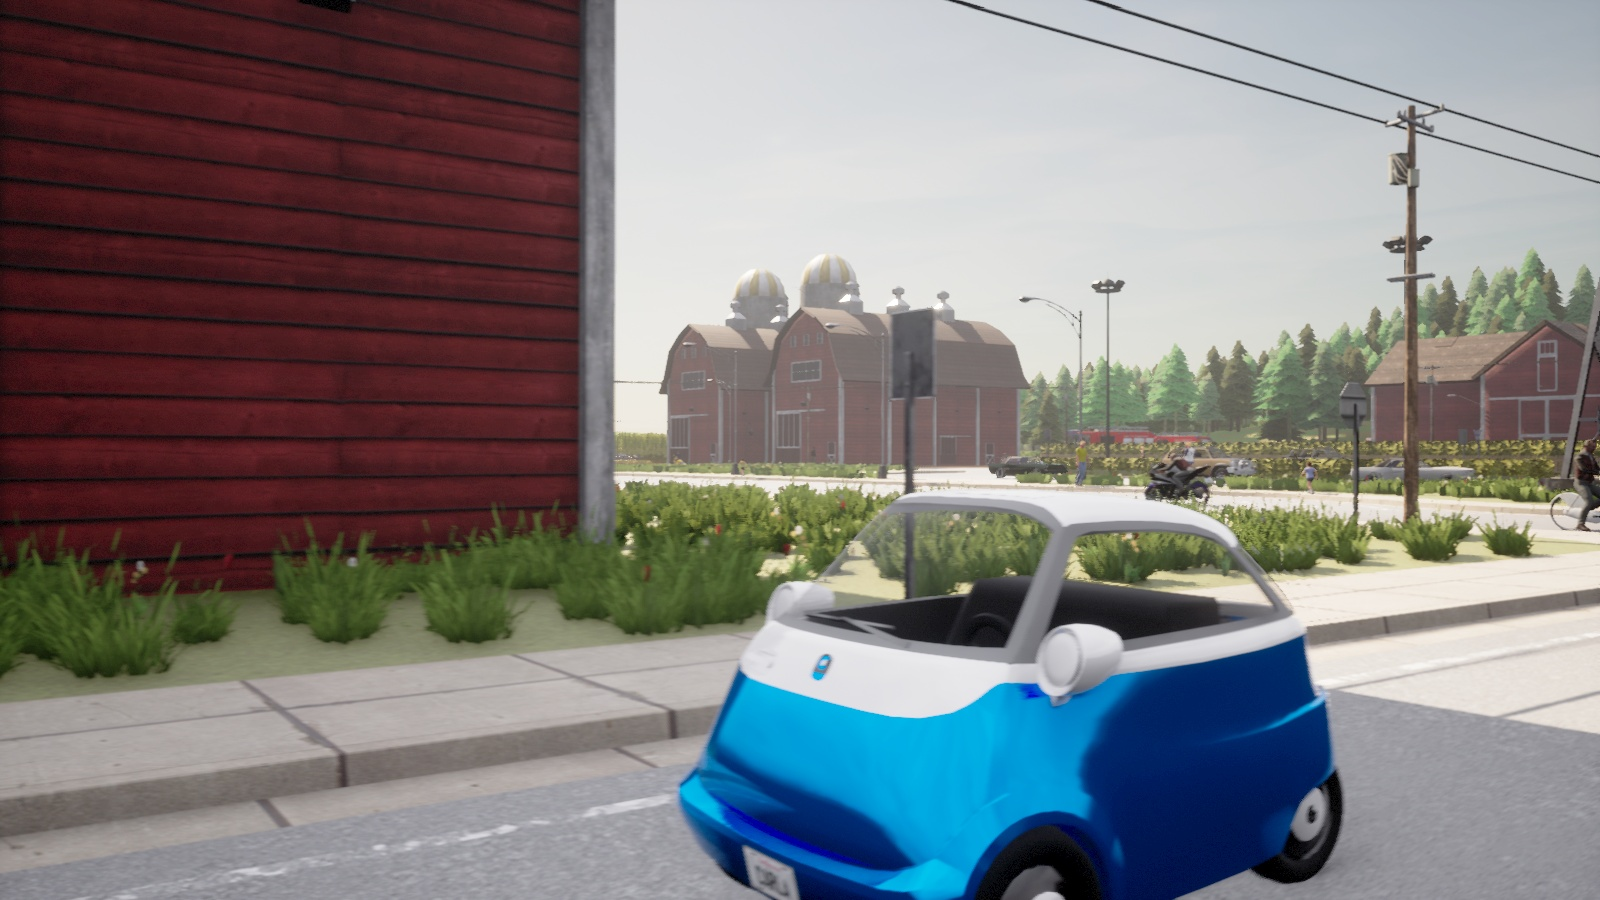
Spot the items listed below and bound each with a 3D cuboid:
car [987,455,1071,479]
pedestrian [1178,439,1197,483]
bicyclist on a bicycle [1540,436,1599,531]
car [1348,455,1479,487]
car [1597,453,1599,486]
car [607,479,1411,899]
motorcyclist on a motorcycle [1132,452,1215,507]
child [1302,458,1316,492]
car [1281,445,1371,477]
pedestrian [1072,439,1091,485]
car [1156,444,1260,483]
[{"bbox_3d":[12.928,0.953,71.203,1.895,1.301,4.718,0,0,-35],"label":"car"},{"bbox_3d":[16.129,0.460,52.274,0.354,1.836,0.706,0,0,-37],"label":"pedestrian"},{"bbox_3d":[15.045,0.622,23.632,0.659,1.776,1.843,0,0,-30],"label":"bicyclist on a bicycle"},{"bbox_3d":[26.248,0.882,53.798,4.718,1.301,1.895,0,0,40],"label":"car"},{"bbox_3d":[35.810,0.816,52.441,4.181,1.385,1.994,0,0,-16],"label":"car"},{"bbox_3d":[0.696,0.806,4.143,2.207,1.376,1.481,0,0,-35],"label":"car"},{"bbox_3d":[10.682,0.823,35.956,0.866,1.530,2.191,0,0,-36],"label":"motorcyclist on a motorcycle"},{"bbox_3d":[16.642,0.817,41.075,0.255,1.110,0.394,0,0,-13],"label":"child"},{"bbox_3d":[31.403,0.627,75.105,1.932,1.855,4.605,0,0,-35],"label":"car"},{"bbox_3d":[11.113,0.470,49.624,0.354,1.836,0.706,0,0,-28],"label":"pedestrian"},{"bbox_3d":[19.899,0.631,61.432,1.932,1.855,4.605,0,0,-35],"label":"car"}]
